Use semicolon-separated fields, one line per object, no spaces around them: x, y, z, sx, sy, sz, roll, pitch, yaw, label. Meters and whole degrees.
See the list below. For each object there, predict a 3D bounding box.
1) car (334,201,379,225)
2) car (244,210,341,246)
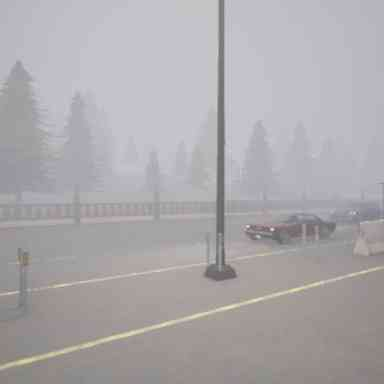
12.635;1.486;25.460;4.553;1.767;2.097;0;0;-34;car
4.751;1.674;15.910;4.718;1.301;1.895;0;0;-35;car
